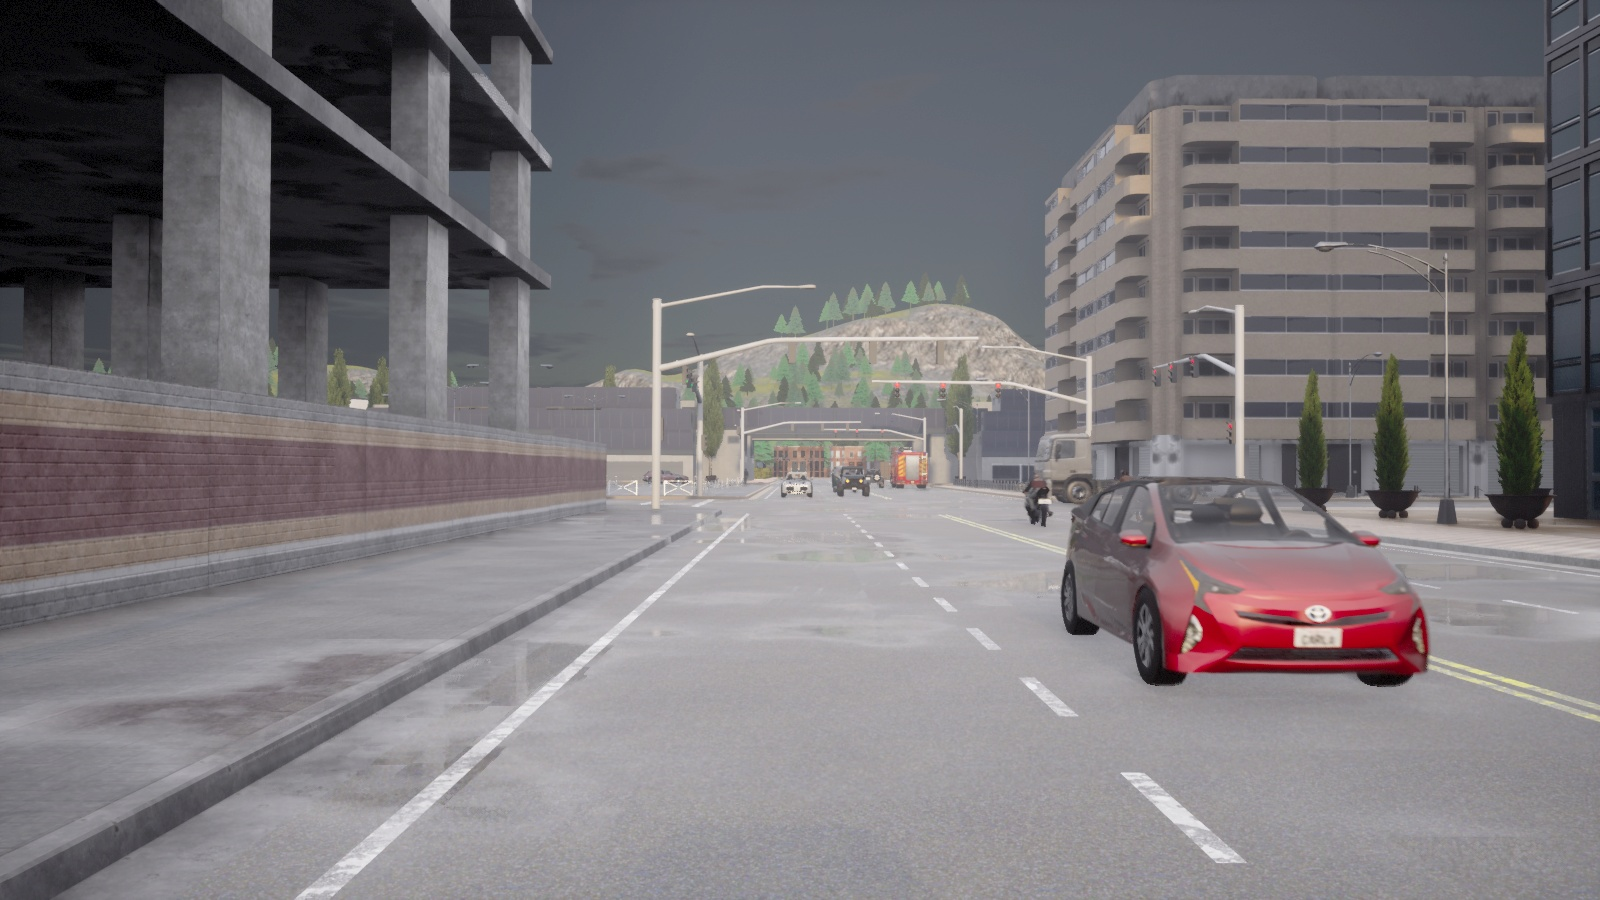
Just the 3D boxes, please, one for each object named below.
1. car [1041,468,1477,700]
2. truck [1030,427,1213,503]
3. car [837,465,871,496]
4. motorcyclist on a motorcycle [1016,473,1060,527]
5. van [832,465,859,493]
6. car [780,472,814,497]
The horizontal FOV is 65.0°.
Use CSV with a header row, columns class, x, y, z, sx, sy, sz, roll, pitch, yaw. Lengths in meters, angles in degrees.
class,x,y,z,sx,sy,sz,roll,pitch,yaw
car,3.475,0.925,10.588,2.007,1.525,4.514,0,-1,0
truck,15.242,0.735,59.962,7.936,3.462,2.891,-1,-1,-1
car,3.317,1.907,78.188,1.905,1.878,3.866,0,-1,0
motorcyclist on a motorcycle,6.915,1.435,36.598,0.866,1.530,2.191,0,-1,0
van,3.288,2.084,91.340,1.775,1.987,4.442,0,-1,0
car,-0.174,2.047,75.606,1.970,1.475,3.806,0,-1,0
